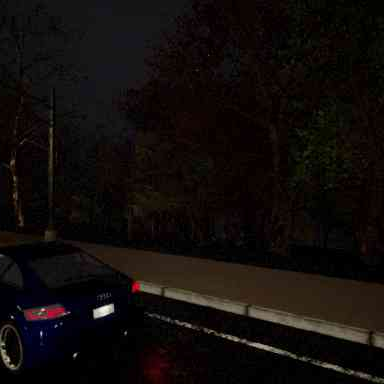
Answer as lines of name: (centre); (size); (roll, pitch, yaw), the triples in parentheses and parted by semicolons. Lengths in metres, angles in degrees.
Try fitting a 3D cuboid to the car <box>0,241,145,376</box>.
car: (-2.786, 1.563, 5.654); (4.181, 1.385, 1.994); (0, 0, 37)
